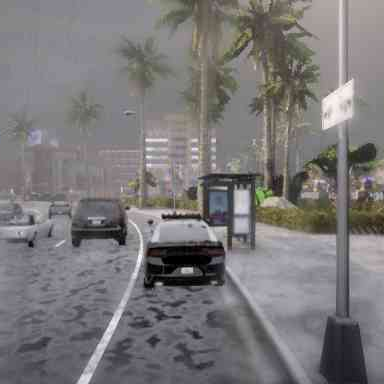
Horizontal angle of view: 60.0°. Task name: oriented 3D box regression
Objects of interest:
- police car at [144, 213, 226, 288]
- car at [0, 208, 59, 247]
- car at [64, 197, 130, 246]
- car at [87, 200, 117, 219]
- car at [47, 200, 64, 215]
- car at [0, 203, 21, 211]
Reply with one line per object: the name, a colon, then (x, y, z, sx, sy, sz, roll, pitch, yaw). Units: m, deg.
police car: (-0.319, 1.424, 9.464, 1.930, 1.638, 5.238, 0, 0, -5)
car: (-7.569, 1.612, 14.835, 1.895, 1.301, 4.718, 0, 0, -10)
car: (-4.119, 1.256, 15.424, 2.150, 2.045, 5.566, 0, 0, -10)
car: (-8.461, 1.558, 30.867, 2.033, 1.411, 5.357, 0, 0, -22)
car: (-11.713, 1.488, 29.573, 2.128, 1.511, 4.902, 0, 0, -22)
car: (-13.343, 1.552, 23.756, 1.837, 1.490, 4.892, 0, 0, -18)
